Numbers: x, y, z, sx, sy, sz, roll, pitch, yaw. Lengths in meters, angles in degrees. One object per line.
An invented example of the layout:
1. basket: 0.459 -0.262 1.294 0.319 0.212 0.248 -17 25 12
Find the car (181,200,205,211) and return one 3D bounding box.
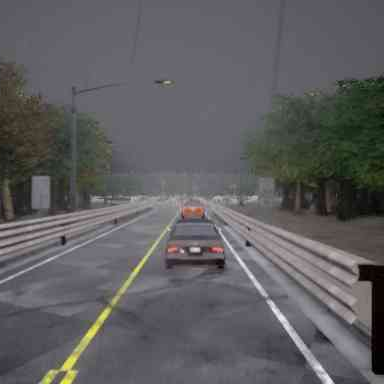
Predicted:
1. car: 0.094 1.555 31.203 2.097 1.767 4.553 0 0 0

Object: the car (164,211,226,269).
1. car: 0.091 1.622 11.465 2.033 1.411 5.357 0 0 0
